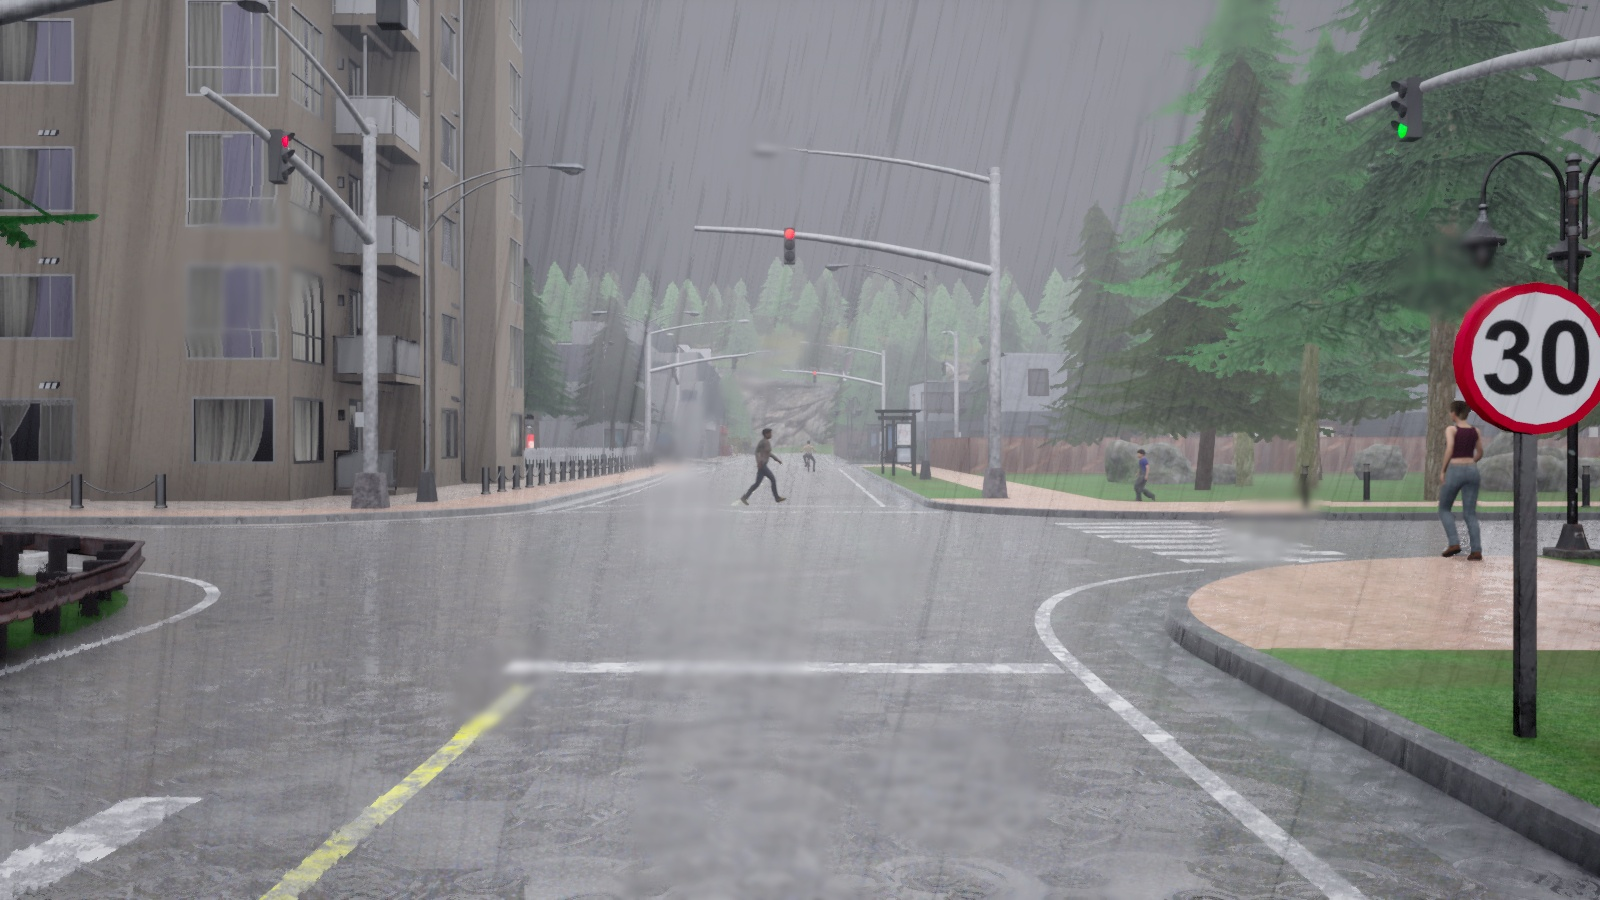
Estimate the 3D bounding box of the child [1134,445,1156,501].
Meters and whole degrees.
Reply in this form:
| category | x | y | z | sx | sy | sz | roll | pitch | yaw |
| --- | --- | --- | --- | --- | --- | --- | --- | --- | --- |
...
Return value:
| category | x | y | z | sx | sy | sz | roll | pitch | yaw |
| --- | --- | --- | --- | --- | --- | --- | --- | --- | --- |
| child | 7.765 | 0.521 | 28.300 | 0.437 | 1.263 | 0.270 | 0 | 0 | 5 |

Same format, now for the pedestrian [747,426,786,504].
| category | x | y | z | sx | sy | sz | roll | pitch | yaw |
| --- | --- | --- | --- | --- | --- | --- | --- | --- | --- |
| pedestrian | -0.772 | 0.352 | 29.219 | 0.869 | 1.805 | 0.328 | 0 | 0 | 8 |

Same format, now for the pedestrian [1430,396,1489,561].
| category | x | y | z | sx | sy | sz | roll | pitch | yaw |
| --- | --- | --- | --- | --- | --- | --- | --- | --- | --- |
| pedestrian | 7.484 | 0.315 | 14.261 | 0.345 | 1.836 | 0.594 | 0 | 0 | -1 |
